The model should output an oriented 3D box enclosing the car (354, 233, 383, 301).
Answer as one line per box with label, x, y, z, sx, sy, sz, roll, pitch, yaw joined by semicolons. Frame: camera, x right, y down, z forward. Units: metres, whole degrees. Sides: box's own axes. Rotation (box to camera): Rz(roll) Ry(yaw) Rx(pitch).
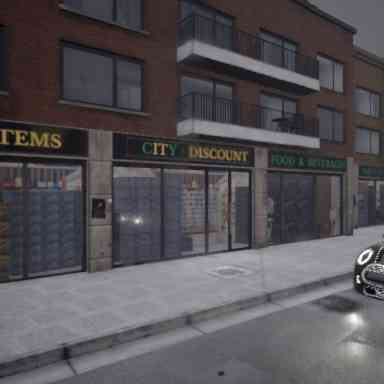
car;5.587;1.350;7.379;4.553;1.767;2.097;0;0;-36
